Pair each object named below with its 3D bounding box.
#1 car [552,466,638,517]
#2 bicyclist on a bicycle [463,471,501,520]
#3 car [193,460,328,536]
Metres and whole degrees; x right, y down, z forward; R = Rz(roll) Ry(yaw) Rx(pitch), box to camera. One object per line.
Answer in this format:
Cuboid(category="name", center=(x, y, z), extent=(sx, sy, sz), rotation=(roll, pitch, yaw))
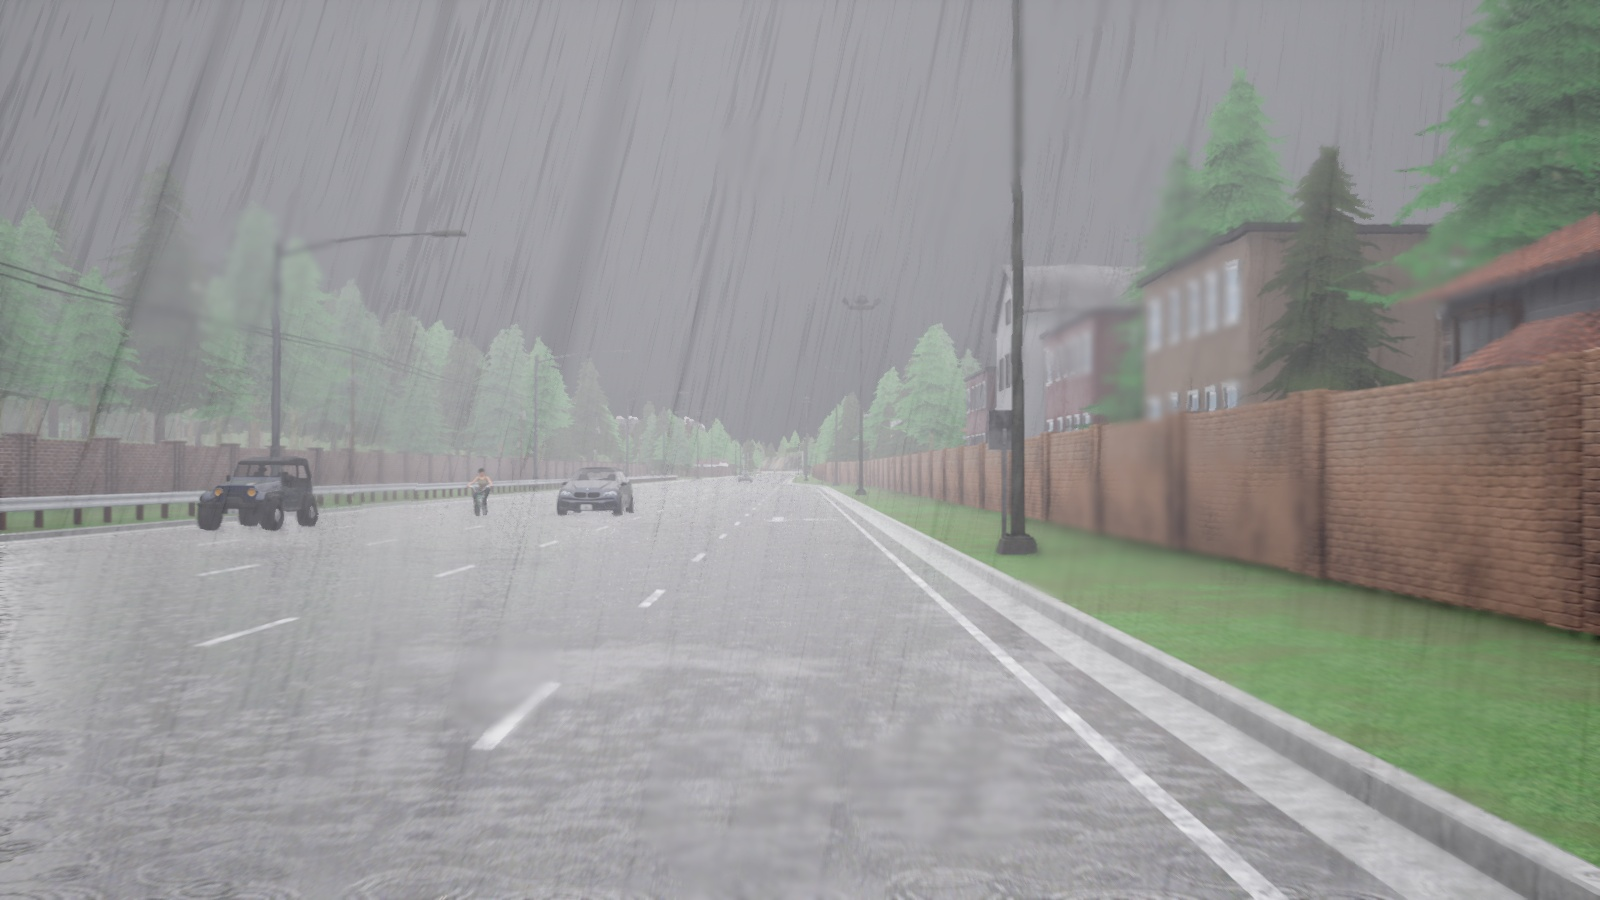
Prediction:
Cuboid(category="car", center=(-7.108, 1.423, 44.021), extent=(2.242, 1.667, 4.611), rotation=(0, -1, 0))
Cuboid(category="bicyclist on a bicycle", center=(-10.597, 1.493, 41.861), extent=(0.866, 1.612, 1.509), rotation=(0, -1, 0))
Cuboid(category="car", center=(-14.081, 1.219, 33.017), extent=(1.905, 1.878, 3.866), rotation=(0, -1, 0))
